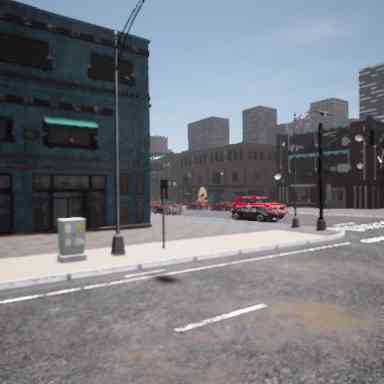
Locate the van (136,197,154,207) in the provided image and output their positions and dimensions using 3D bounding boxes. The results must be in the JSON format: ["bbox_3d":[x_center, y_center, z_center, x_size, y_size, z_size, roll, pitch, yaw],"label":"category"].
[{"bbox_3d":[-8.784,1.846,62.045,1.690,1.788,3.998,-2,0,-35],"label":"van"}]

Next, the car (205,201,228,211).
[{"bbox_3d":[4.053,1.842,44.003,1.802,1.307,4.206,-2,0,-35],"label":"car"}]

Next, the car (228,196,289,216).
[{"bbox_3d":[6.259,1.415,30.907,2.150,2.045,5.566,-1,0,-36],"label":"car"}]

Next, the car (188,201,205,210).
[{"bbox_3d":[0.846,1.904,48.513,1.802,1.307,4.206,-2,0,-35],"label":"car"}]

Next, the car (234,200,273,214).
[{"bbox_3d":[7.261,1.748,39.492,2.008,1.369,4.403,-2,0,-35],"label":"car"}]

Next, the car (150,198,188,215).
[{"bbox_3d":[-2.778,1.803,39.143,1.967,1.590,4.097,-2,0,-35],"label":"car"}]

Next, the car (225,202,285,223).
[{"bbox_3d":[5.169,1.771,27.765,1.947,1.339,4.313,-2,0,-35],"label":"car"}]

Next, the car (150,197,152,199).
[{"bbox_3d":[-6.935,1.673,49.514,2.150,2.045,5.566,-1,0,-35],"label":"car"}]
